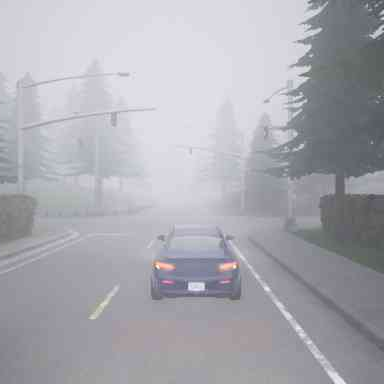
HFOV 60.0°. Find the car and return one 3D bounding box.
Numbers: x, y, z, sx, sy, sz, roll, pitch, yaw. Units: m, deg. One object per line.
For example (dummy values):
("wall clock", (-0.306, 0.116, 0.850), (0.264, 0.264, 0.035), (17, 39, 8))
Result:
("car", (0.084, 1.526, 8.248), (1.812, 1.442, 4.674), (0, 0, 0))
